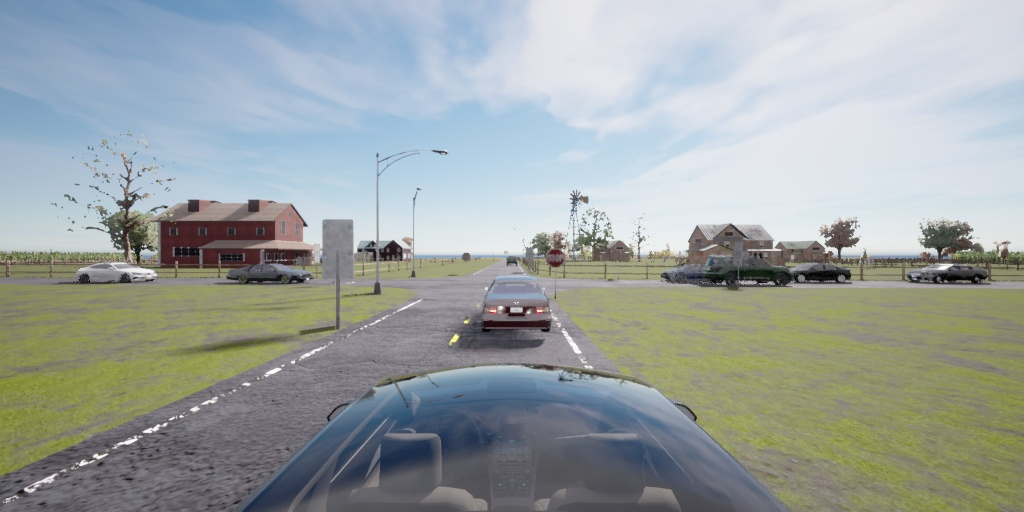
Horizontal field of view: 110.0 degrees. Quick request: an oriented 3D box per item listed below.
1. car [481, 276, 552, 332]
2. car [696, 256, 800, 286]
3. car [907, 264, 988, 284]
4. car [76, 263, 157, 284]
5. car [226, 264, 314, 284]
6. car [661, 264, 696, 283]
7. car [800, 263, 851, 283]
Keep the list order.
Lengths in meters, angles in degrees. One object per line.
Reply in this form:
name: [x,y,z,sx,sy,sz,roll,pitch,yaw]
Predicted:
car: [0.100,1.297,10.823,2.033,1.411,5.357,0,0,0]
car: [16.565,1.031,25.379,5.566,2.045,2.150,0,0,0]
car: [34.113,1.367,28.186,4.902,1.511,2.128,0,0,1]
car: [-28.350,1.194,25.735,4.674,1.442,1.812,0,0,0]
car: [-17.247,1.246,25.641,5.357,1.411,2.033,0,0,0]
car: [14.089,1.358,28.349,4.181,1.385,1.994,0,0,1]
car: [23.709,1.308,28.278,5.008,1.535,1.882,0,0,0]
